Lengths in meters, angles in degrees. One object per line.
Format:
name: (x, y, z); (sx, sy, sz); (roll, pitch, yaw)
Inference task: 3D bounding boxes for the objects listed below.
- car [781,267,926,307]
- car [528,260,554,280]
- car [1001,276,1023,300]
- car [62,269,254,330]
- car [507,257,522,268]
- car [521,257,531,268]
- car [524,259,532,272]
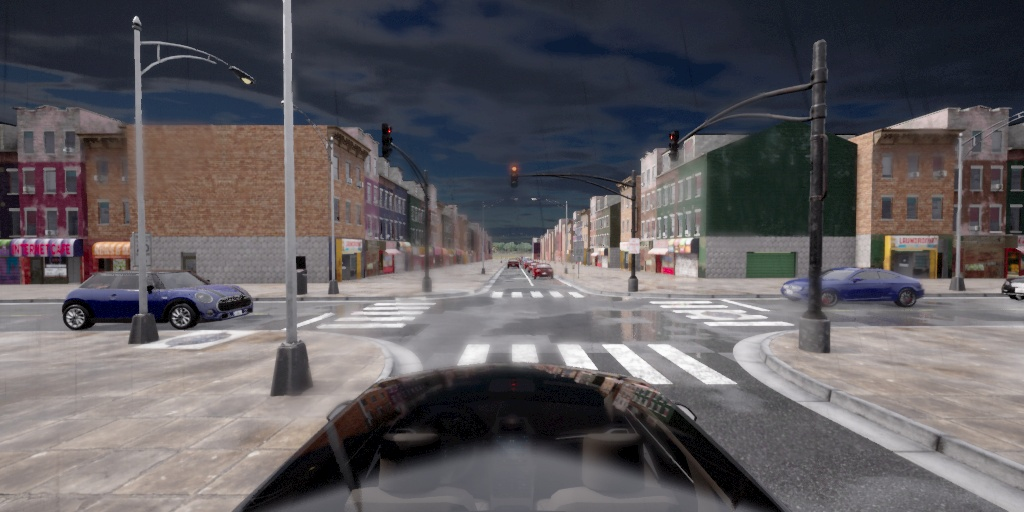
car: (13.299, 1.160, 14.104); (4.674, 1.442, 1.812); (0, 1, 1)
car: (2.697, 1.291, 31.655); (1.888, 1.381, 4.507); (0, 0, 0)
car: (22.460, 1.087, 14.060); (4.902, 1.511, 2.128); (0, 1, 0)
car: (-10.791, 1.202, 11.184); (4.553, 1.767, 2.097); (0, 1, 0)
car: (0.216, 1.225, 59.284); (1.882, 1.535, 5.008); (0, 0, 0)
car: (2.741, 1.292, 53.785); (1.888, 1.381, 4.507); (0, 0, 0)
car: (2.719, 1.329, 42.720); (1.802, 1.307, 4.207); (0, 0, 0)
